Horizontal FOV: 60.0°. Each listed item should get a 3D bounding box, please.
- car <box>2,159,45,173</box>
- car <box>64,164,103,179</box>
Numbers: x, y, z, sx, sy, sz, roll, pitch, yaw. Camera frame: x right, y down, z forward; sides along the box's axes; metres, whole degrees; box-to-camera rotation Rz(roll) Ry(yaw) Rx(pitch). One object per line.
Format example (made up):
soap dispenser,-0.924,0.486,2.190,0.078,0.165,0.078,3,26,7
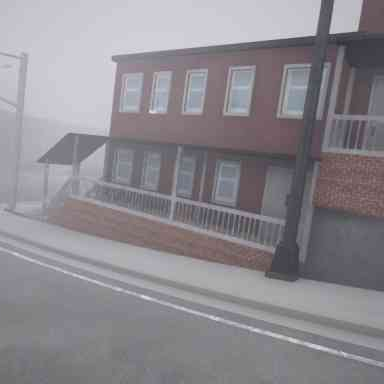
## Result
car,-18.964,-3.051,38.101,2.128,1.511,4.902,11,7,35
car,-13.050,-2.622,40.360,2.097,1.767,4.553,11,6,35
